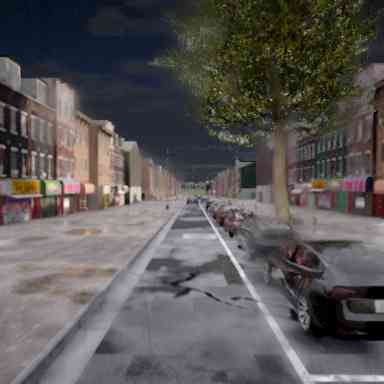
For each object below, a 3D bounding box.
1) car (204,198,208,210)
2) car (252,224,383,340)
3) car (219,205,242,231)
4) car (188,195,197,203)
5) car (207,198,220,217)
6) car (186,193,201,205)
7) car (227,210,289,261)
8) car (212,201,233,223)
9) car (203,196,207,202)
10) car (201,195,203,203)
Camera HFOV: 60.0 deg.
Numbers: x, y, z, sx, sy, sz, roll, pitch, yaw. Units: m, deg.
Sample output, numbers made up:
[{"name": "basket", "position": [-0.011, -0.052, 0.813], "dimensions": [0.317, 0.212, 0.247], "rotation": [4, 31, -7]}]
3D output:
[{"name": "car", "position": [2.649, 1.571, 34.274], "dimensions": [2.008, 1.369, 4.403], "rotation": [-1, 0, 0]}, {"name": "car", "position": [2.628, 1.567, 6.547], "dimensions": [1.947, 1.339, 4.313], "rotation": [-1, 0, 0]}, {"name": "car", "position": [2.637, 1.587, 17.638], "dimensions": [1.802, 1.307, 4.206], "rotation": [-1, 0, 0]}, {"name": "car", "position": [0.056, 1.423, 71.193], "dimensions": [1.882, 1.535, 5.008], "rotation": [0, 0, 0]}, {"name": "car", "position": [2.642, 1.454, 28.729], "dimensions": [1.967, 1.590, 4.097], "rotation": [-1, 0, 0]}, {"name": "car", "position": [0.070, 1.415, 60.009], "dimensions": [2.097, 1.767, 4.553], "rotation": [0, 0, 1]}, {"name": "car", "position": [2.632, 1.553, 12.092], "dimensions": [2.008, 1.369, 4.403], "rotation": [-1, 0, 0]}, {"name": "car", "position": [2.641, 1.553, 23.184], "dimensions": [1.887, 1.381, 4.507], "rotation": [-1, 0, 0]}, {"name": "car", "position": [2.784, 1.513, 44.283], "dimensions": [1.882, 1.535, 5.008], "rotation": [0, 0, 0]}, {"name": "car", "position": [2.679, 1.641, 73.094], "dimensions": [2.008, 1.369, 4.403], "rotation": [-1, 0, 0]}]
